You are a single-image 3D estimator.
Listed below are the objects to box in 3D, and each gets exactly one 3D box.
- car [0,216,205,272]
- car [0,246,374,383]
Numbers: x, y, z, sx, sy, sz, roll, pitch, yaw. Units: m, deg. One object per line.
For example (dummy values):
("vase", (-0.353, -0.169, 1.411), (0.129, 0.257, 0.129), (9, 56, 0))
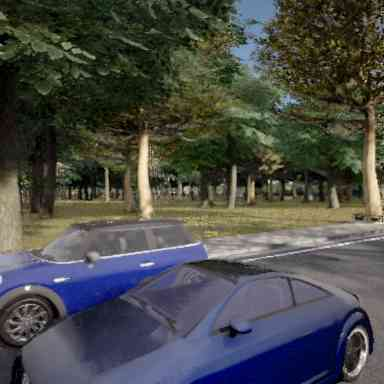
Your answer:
("car", (-1.807, 1.346, 6.386), (4.553, 1.767, 2.097), (0, 0, -35))
("car", (0.251, 1.557, 3.863), (4.181, 1.385, 1.994), (0, 0, -35))
